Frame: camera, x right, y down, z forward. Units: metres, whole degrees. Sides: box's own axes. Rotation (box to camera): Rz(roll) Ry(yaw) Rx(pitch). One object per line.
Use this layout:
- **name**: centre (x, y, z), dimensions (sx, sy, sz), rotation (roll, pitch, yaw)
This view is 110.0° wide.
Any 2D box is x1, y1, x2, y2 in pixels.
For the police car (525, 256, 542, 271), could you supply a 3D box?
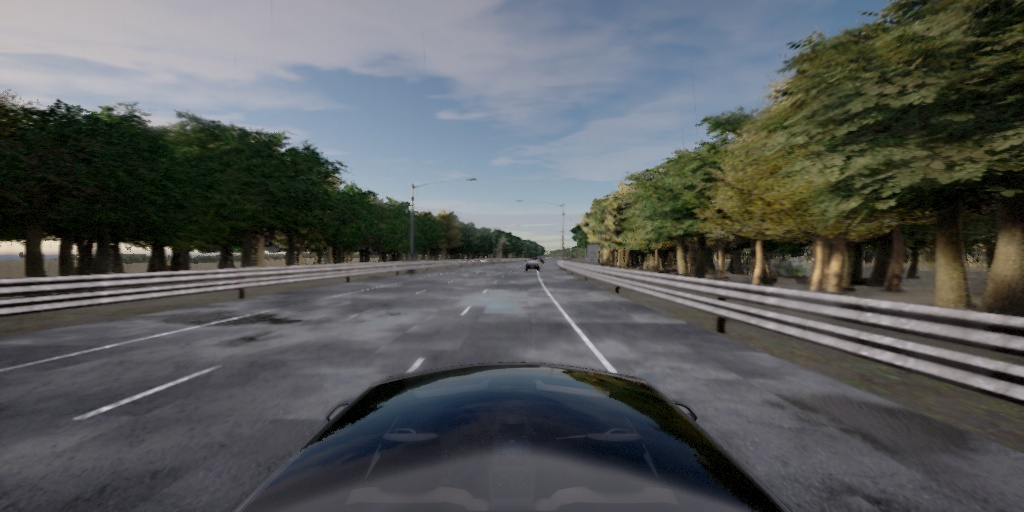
- **police car**: centre (2.837, 1.246, 49.947), dimensions (1.930, 1.638, 5.238), rotation (0, 0, 4)
